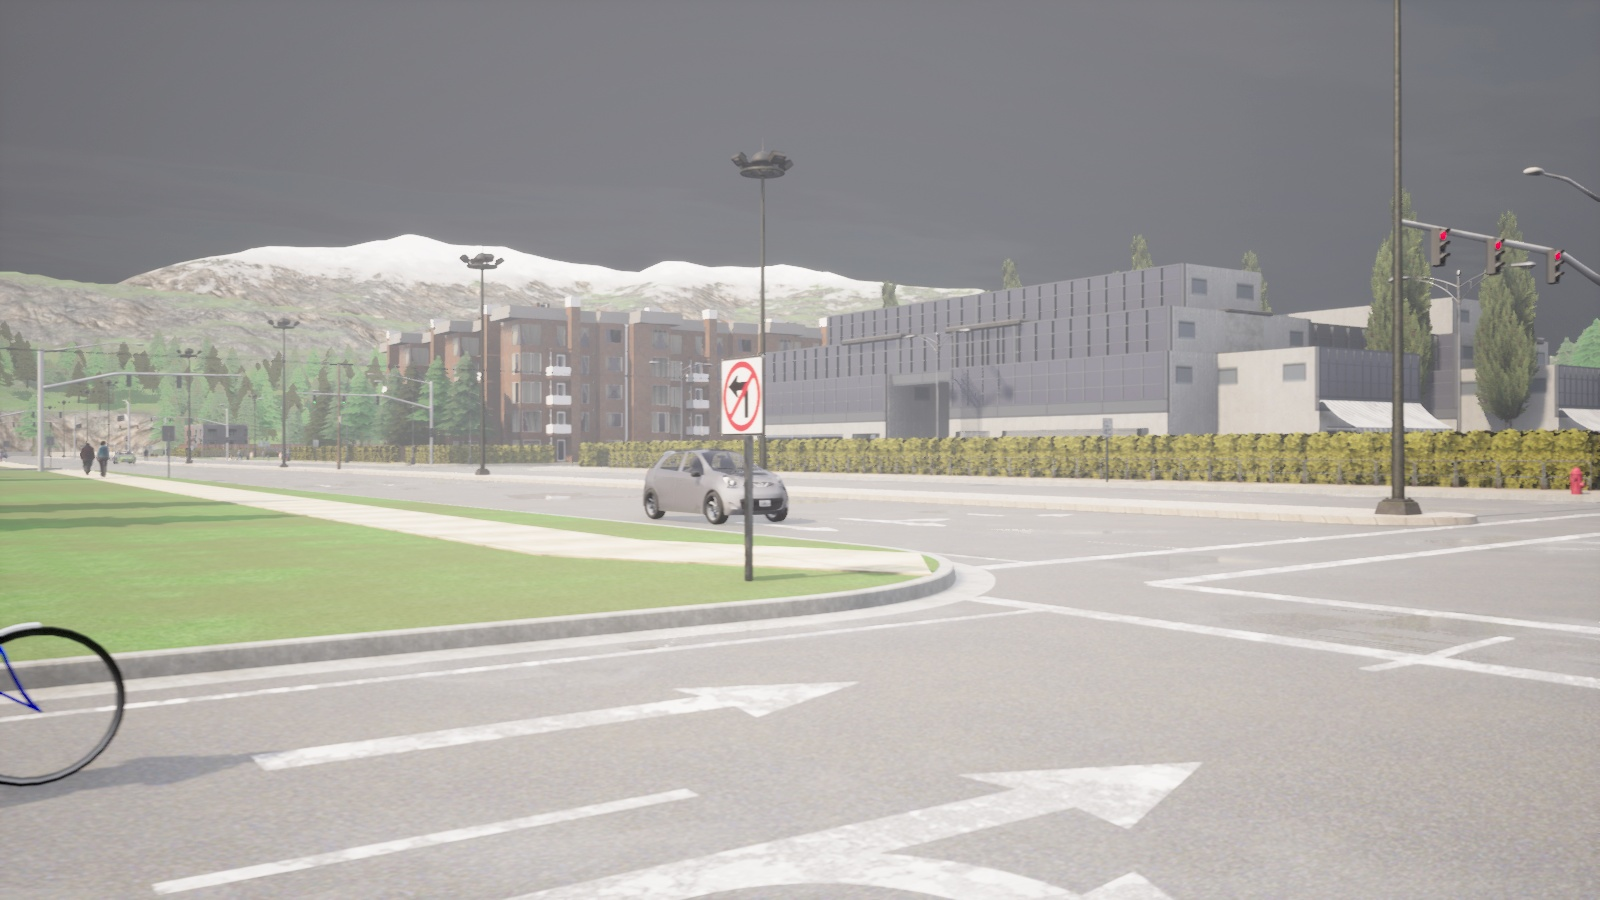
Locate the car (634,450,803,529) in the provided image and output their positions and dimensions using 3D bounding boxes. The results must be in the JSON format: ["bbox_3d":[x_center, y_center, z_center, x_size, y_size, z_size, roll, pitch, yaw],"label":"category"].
[{"bbox_3d":[-1.755,0.758,26.056,1.845,1.501,3.633,0,0,-36],"label":"car"}]

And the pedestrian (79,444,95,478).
[{"bbox_3d":[-38.326,0.594,67.500,0.634,1.844,0.899,0,0,-35],"label":"pedestrian"}]

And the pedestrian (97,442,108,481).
[{"bbox_3d":[-34.687,0.573,62.452,0.396,1.930,0.692,0,0,-33],"label":"pedestrian"}]

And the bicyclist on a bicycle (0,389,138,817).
[{"bbox_3d":[-3.854,0.638,5.242,1.843,1.776,0.659,-1,0,-35],"label":"bicyclist on a bicycle"}]
